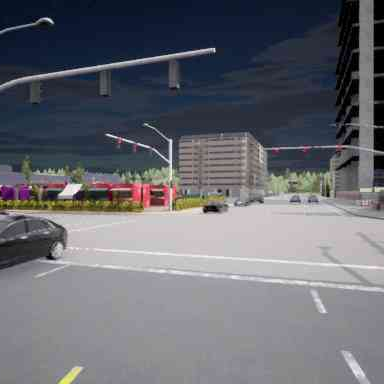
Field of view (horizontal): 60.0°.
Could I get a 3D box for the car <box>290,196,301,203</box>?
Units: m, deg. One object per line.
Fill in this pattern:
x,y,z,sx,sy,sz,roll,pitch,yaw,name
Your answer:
21.531,1.555,69.256,1.994,1.385,4.181,0,0,19,car

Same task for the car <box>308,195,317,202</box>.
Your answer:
28.031,1.524,77.677,1.812,1.442,4.674,0,0,19,car

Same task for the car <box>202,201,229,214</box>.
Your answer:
2.538,1.601,35.057,1.895,1.301,4.718,0,0,19,car

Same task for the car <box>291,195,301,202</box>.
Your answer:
24.609,1.540,78.480,2.033,1.411,5.357,0,0,19,car

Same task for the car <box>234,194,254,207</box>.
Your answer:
7.556,1.492,49.984,2.128,1.511,4.902,0,0,19,car

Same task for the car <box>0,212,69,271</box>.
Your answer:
-5.601,1.502,9.726,1.837,1.490,4.892,0,0,14,car

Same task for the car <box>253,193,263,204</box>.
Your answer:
12.568,1.220,64.710,2.150,2.045,5.566,0,0,19,car

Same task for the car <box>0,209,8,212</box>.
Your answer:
-16.472,1.619,26.100,4.181,1.385,1.994,0,0,19,car

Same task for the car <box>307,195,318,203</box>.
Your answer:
24.740,1.541,67.821,2.033,1.411,5.357,0,0,19,car
